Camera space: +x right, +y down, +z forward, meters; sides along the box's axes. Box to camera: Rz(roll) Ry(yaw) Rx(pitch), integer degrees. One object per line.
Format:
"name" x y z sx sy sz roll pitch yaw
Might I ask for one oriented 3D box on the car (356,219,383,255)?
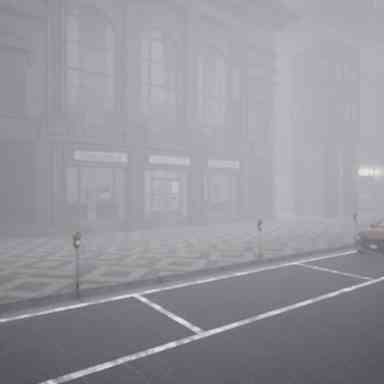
"car" 7.781 1.540 12.202 4.507 1.381 1.887 0 0 -36
